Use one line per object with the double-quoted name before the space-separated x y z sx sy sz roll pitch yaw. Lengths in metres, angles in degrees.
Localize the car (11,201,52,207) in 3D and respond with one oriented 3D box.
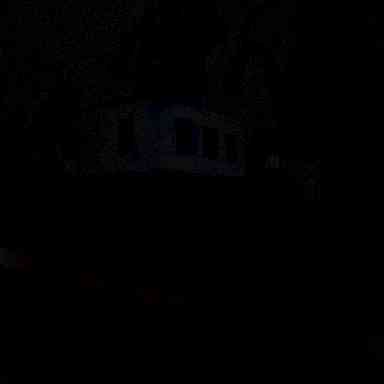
"car" -14.643 1.528 29.155 2.033 1.411 5.357 0 0 29
